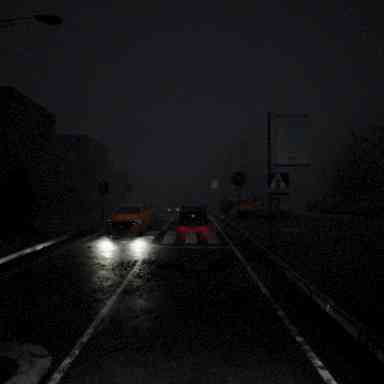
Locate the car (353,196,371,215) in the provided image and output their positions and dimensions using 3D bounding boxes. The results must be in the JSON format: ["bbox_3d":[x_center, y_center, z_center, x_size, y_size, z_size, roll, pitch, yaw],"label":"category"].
[{"bbox_3d":[18.709,1.462,31.558,5.366,1.575,1.946,0,-1,0],"label":"car"}]

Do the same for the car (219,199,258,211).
[{"bbox_3d":[6.136,1.705,44.370,5.008,1.535,2.097,0,-1,-1],"label":"car"}]

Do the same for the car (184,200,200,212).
[{"bbox_3d":[0.026,1.692,41.559,1.837,1.490,4.892,0,-1,0],"label":"car"}]

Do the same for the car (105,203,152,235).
[{"bbox_3d":[-3.357,1.382,18.281,1.882,1.535,5.008,0,0,0],"label":"car"}]

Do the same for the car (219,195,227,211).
[{"bbox_3d":[6.197,1.383,41.460,5.566,2.045,2.435,0,-1,-1],"label":"car"}]

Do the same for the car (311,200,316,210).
[{"bbox_3d":[18.415,1.669,42.724,4.892,1.521,2.231,0,-1,-1],"label":"car"}]

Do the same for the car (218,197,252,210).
[{"bbox_3d":[6.123,1.655,47.408,4.553,1.767,2.185,0,-1,-1],"label":"car"}]

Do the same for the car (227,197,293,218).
[{"bbox_3d":[6.089,1.432,29.309,5.366,1.575,1.946,0,-1,0],"label":"car"}]

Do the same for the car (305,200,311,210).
[{"bbox_3d":[18.359,1.482,45.398,5.566,2.045,2.435,0,-1,-1],"label":"car"}]

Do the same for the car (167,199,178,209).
[{"bbox_3d":[-3.404,2.319,62.893,2.150,2.045,5.566,0,-3,0],"label":"car"}]

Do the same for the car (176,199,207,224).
[{"bbox_3d":[0.080,1.392,24.018,1.882,1.535,5.008,0,0,0],"label":"car"}]

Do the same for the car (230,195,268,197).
[{"bbox_3d":[6.281,1.344,32.230,4.553,1.767,2.185,0,-1,0],"label":"car"}]

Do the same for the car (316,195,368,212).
[{"bbox_3d":[18.428,1.352,39.937,5.566,2.045,2.435,0,-1,-1],"label":"car"}]

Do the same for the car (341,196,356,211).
[{"bbox_3d":[18.688,1.499,34.218,5.366,1.575,1.946,0,-1,0],"label":"car"}]

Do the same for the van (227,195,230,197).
[{"bbox_3d":[6.342,1.291,35.269,4.442,1.987,1.878,0,-1,0],"label":"van"}]

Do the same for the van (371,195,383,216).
[{"bbox_3d":[18.430,1.206,28.764,4.442,1.987,1.878,0,-1,0],"label":"van"}]
